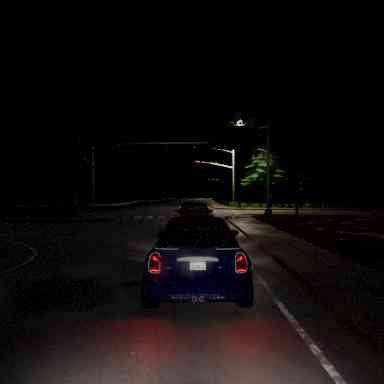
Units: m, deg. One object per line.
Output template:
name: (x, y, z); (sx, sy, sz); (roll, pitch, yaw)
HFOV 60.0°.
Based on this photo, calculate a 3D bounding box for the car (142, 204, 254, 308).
car: (0.106, 1.347, 8.093); (2.097, 1.767, 4.553); (0, 0, 0)

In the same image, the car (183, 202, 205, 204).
car: (0.116, 1.338, 18.214); (2.097, 1.767, 4.553); (0, 0, 0)
